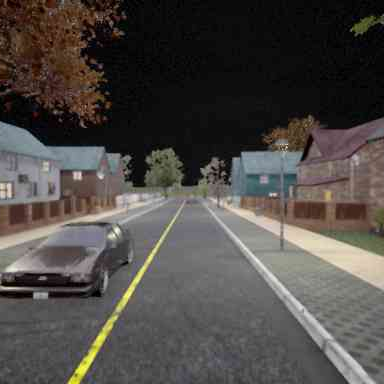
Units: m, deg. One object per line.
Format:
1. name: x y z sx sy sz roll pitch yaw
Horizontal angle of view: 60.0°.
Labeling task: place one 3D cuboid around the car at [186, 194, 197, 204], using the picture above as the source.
1. car: -0.035 1.269 56.207 2.033 1.411 5.357 0 0 0

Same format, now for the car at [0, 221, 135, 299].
1. car: -2.764 1.503 8.752 2.033 1.411 5.357 0 0 0

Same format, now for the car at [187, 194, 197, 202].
1. car: -0.042 1.195 66.042 1.812 1.442 4.674 0 0 0
